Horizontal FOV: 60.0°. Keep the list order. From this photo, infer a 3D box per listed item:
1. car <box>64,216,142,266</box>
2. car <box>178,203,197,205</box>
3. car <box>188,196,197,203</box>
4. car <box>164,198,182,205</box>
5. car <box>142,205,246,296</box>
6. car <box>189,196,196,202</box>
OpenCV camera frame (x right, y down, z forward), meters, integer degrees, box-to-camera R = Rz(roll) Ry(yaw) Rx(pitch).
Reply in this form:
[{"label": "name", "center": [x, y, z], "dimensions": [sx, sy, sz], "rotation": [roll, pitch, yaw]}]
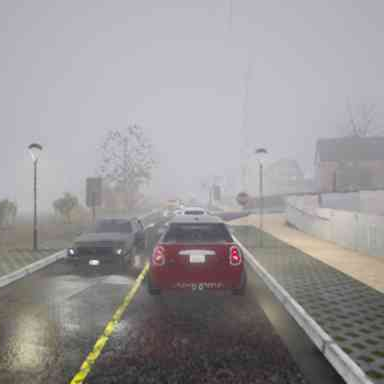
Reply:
[{"label": "car", "center": [-2.734, 1.604, 11.971], "dimensions": [2.033, 1.411, 5.357], "rotation": [0, 0, 0]}, {"label": "car", "center": [0.127, 1.619, 19.716], "dimensions": [1.812, 1.442, 4.674], "rotation": [0, 0, 0]}, {"label": "car", "center": [0.101, 1.935, 73.985], "dimensions": [1.994, 1.385, 4.181], "rotation": [0, 0, 0]}, {"label": "car", "center": [-2.778, 1.708, 46.251], "dimensions": [1.882, 1.535, 5.008], "rotation": [0, 0, 0]}, {"label": "car", "center": [0.110, 1.393, 8.922], "dimensions": [2.097, 1.767, 4.553], "rotation": [0, 0, 0]}, {"label": "car", "center": [0.114, 1.810, 83.993], "dimensions": [1.812, 1.442, 4.674], "rotation": [0, 0, 0]}]
